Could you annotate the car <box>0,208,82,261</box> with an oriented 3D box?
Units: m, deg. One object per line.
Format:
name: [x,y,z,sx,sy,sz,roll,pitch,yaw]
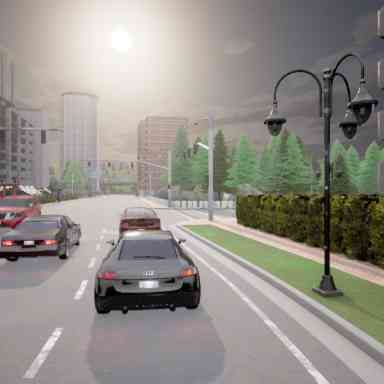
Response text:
car: [-5.317,1.547,12.289,2.033,1.411,5.357,0,0,-11]

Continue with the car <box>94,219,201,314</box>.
car: [-1.042,1.564,7.725,1.994,1.385,4.181,0,0,-9]

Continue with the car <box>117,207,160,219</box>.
car: [-2.659,1.478,16.563,1.882,1.535,5.008,0,0,-12]

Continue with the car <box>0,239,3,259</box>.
car: [-3.876,1.492,2.757,2.128,1.511,4.902,0,0,-5]

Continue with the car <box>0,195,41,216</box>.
car: [-10.613,1.243,19.919,2.150,2.045,5.566,0,0,-12]
